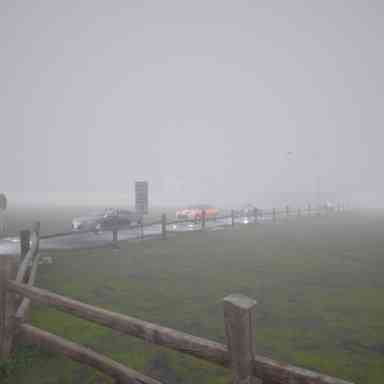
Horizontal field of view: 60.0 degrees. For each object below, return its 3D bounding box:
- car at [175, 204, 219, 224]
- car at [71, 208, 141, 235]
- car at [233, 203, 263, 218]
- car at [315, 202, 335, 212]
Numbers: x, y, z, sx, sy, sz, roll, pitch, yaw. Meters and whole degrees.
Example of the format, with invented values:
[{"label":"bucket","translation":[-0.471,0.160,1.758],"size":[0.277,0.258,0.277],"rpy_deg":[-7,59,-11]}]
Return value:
[{"label":"car","translation":[0.479,1.835,29.533],"size":[2.097,1.767,4.553],"rpy_deg":[-1,-1,35]},{"label":"car","translation":[-5.335,1.794,21.331],"size":[2.128,1.511,4.902],"rpy_deg":[-1,-1,36]},{"label":"car","translation":[6.348,2.018,37.815],"size":[2.097,1.767,4.553],"rpy_deg":[-1,-1,35]},{"label":"car","translation":[21.942,2.406,54.790],"size":[2.097,1.767,4.553],"rpy_deg":[-1,-1,37]}]
